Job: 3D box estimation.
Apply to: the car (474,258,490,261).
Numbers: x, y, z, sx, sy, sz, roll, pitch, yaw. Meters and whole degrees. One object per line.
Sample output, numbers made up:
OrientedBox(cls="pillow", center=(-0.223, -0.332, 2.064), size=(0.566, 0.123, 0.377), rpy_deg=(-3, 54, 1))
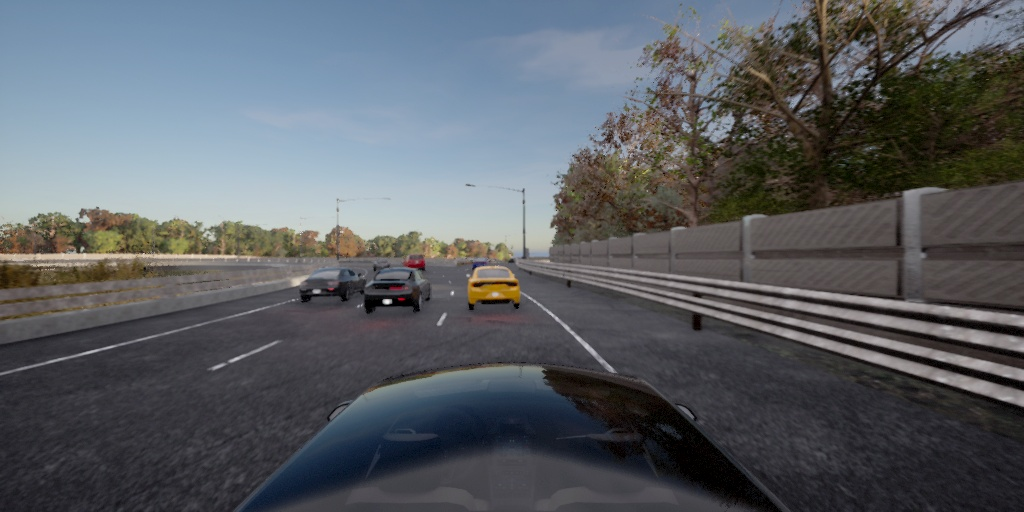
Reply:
OrientedBox(cls="car", center=(-3.878, 0.960, 45.252), size=(1.882, 1.535, 5.008), rpy_deg=(-1, 0, -1))

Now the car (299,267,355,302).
OrientedBox(cls="car", center=(-8.148, 1.239, 16.672), size=(1.812, 1.442, 4.674), rpy_deg=(0, 0, -8))

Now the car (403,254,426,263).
OrientedBox(cls="car", center=(-11.664, 0.784, 42.746), size=(2.150, 2.045, 5.566), rpy_deg=(-1, 0, -22))

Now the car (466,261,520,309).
OrientedBox(cls="car", center=(-0.846, 1.145, 14.684), size=(1.882, 1.535, 5.008), rpy_deg=(0, 0, -7))

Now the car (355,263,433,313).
OrientedBox(cls="car", center=(-4.276, 1.206, 13.932), size=(1.837, 1.490, 4.892), rpy_deg=(0, 0, -6))

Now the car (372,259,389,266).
OrientedBox(cls="car", center=(-16.186, 1.081, 44.404), size=(2.128, 1.511, 4.902), rpy_deg=(-1, 0, -24))
